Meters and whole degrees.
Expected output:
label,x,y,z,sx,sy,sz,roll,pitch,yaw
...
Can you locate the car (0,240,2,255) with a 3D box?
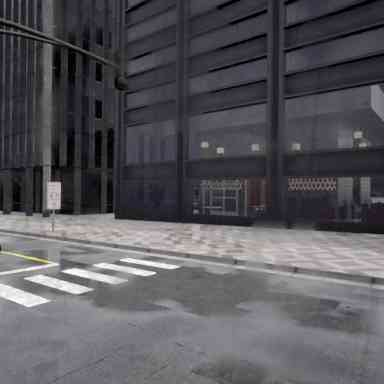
label,x,y,z,sx,sy,sz,roll,pitch,yaw
car,-8.936,1.708,12.503,4.674,1.442,1.812,0,-1,38
